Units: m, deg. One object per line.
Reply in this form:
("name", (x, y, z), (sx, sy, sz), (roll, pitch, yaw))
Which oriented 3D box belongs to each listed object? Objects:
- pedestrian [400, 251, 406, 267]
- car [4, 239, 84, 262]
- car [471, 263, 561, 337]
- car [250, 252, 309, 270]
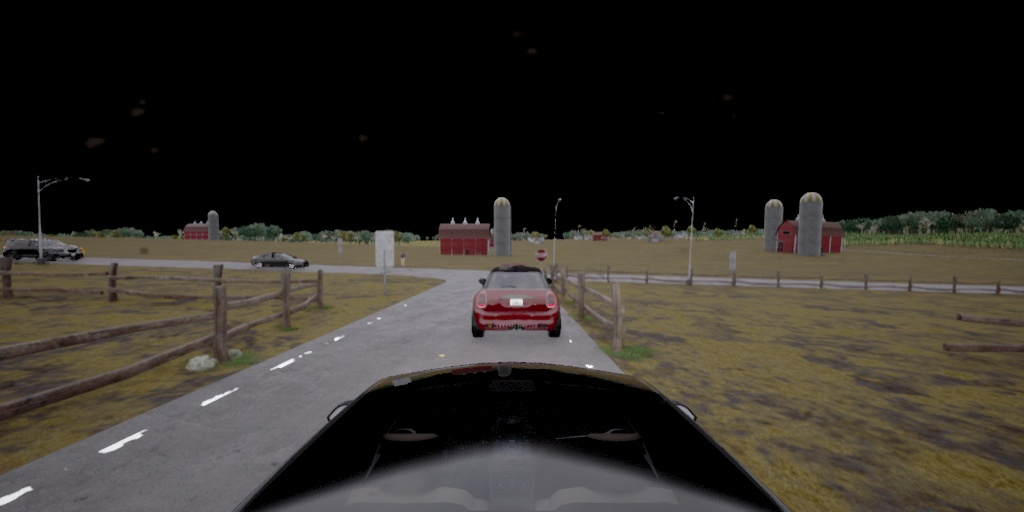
("pedestrian", (-12.009, 0.297, 39.396), (0.375, 1.860, 0.375), (0, 1, 0))
("car", (-43.855, -0.565, 33.616), (5.566, 2.045, 2.150), (2, 3, 1))
("car", (0.102, 1.043, 10.180), (2.097, 1.767, 4.553), (0, 0, 0))
("car", (-21.609, 0.443, 33.486), (4.892, 1.490, 1.837), (2, 3, 0))
